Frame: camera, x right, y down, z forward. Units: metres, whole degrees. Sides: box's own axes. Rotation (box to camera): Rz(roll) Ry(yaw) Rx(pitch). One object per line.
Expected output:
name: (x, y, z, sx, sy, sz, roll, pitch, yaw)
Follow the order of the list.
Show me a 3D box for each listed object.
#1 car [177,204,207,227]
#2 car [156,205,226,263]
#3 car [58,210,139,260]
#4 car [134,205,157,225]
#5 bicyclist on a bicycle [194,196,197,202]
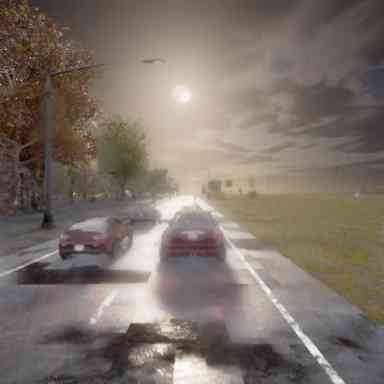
car: (0.025, 1.687, 25.418, 2.033, 1.411, 5.357, 0, 0, 1)
car: (0.044, 1.421, 12.482, 2.097, 1.767, 4.553, 0, 0, 0)
car: (-3.453, 1.596, 12.608, 1.812, 1.442, 4.674, 0, -1, 1)
car: (-3.475, 1.687, 25.414, 2.033, 1.411, 5.357, 0, 0, 1)
bicyclist on a bicycle: (0.953, 1.860, 88.853, 0.659, 1.776, 1.843, 0, 0, 0)
